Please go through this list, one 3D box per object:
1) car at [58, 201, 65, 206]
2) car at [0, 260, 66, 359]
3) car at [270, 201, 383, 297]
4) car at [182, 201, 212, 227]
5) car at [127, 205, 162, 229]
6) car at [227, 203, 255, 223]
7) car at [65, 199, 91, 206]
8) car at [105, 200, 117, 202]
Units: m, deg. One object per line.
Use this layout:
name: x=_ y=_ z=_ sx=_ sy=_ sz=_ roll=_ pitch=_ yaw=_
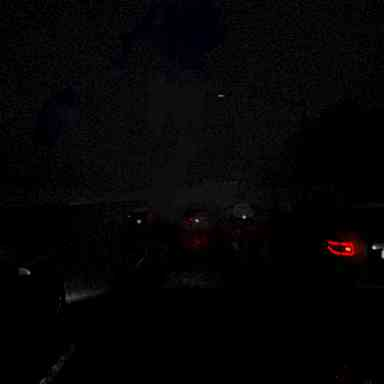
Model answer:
car: x=-19.817 y=1.948 z=53.554 sx=1.994 sy=1.385 sz=4.181 roll=0 pitch=-1 yaw=3
car: x=-3.375 y=1.574 z=4.596 sx=1.994 sy=1.385 sz=4.181 roll=0 pitch=0 yaw=0
car: x=3.647 y=1.248 z=8.780 sx=2.150 sy=2.045 sz=5.566 roll=0 pitch=0 yaw=0
car: x=0.371 y=1.613 z=23.948 sx=1.837 sy=1.490 sz=4.892 roll=0 pitch=0 yaw=1
car: x=-3.159 y=1.621 z=22.471 sx=1.812 sy=1.442 sz=4.674 roll=0 pitch=0 yaw=1
car: x=3.942 y=1.658 z=27.050 sx=1.812 sy=1.442 sz=4.674 roll=0 pitch=0 yaw=1
car: x=-16.519 y=1.814 z=49.234 sx=1.882 sy=1.535 sz=5.008 roll=0 pitch=0 yaw=3
car: x=-12.838 y=1.949 z=53.017 sx=1.994 sy=1.385 sz=4.181 roll=0 pitch=-1 yaw=3
